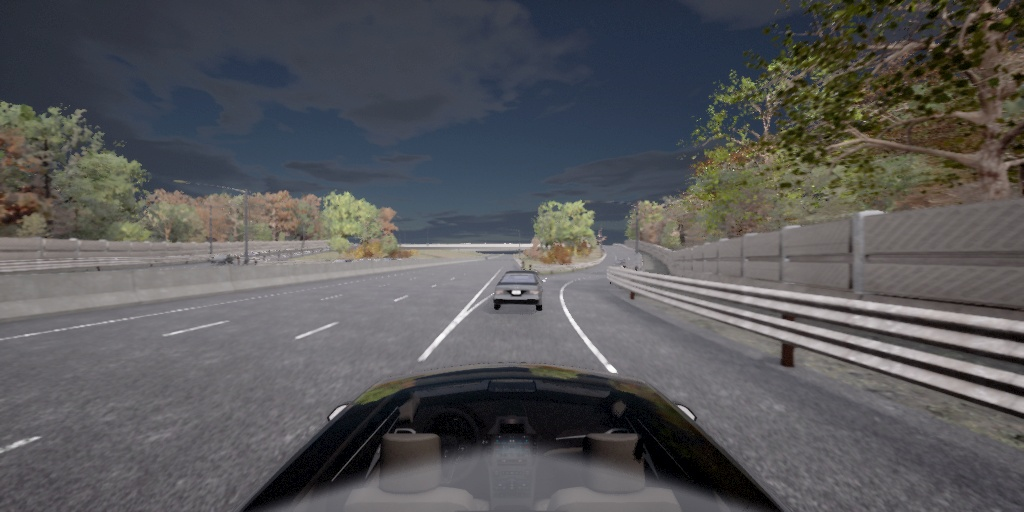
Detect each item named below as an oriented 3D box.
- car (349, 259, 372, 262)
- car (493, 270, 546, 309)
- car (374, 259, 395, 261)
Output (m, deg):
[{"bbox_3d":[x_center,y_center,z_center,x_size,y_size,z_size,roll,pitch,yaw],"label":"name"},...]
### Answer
[{"bbox_3d":[-24.511,1.284,59.707,2.128,1.511,4.902,0,0,0],"label":"car"},{"bbox_3d":[0.394,1.305,14.914,2.033,1.411,5.357,0,0,5],"label":"car"},{"bbox_3d":[-21.012,1.265,59.738,1.882,1.535,5.008,0,0,1],"label":"car"}]
